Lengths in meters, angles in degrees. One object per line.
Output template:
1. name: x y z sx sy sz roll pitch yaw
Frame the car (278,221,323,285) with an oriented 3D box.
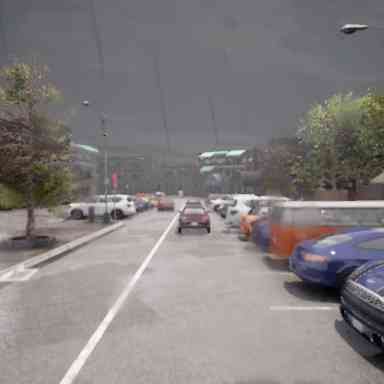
1. car: 4.660 1.539 7.711 4.674 1.452 2.002 0 0 0

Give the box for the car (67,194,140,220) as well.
1. car: -7.663 1.294 28.337 5.566 2.045 2.435 0 0 0

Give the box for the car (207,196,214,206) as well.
1. car: 4.710 1.576 41.235 5.008 1.535 2.097 0 0 0

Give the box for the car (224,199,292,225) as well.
1. car: 4.721 1.412 24.473 4.553 1.767 2.185 0 0 0

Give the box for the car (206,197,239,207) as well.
1. car: 4.741 1.603 52.407 4.892 1.521 2.231 0 0 0

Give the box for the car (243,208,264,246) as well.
1. car: 4.700 1.541 13.300 4.792 1.488 2.163 0 0 0

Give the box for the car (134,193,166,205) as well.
1. car: -7.554 1.294 60.557 5.566 2.045 2.435 0 1 0

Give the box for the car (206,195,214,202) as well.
1. car: 4.719 1.591 46.947 4.892 1.521 2.231 0 0 0

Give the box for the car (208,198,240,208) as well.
1. car: 4.732 1.636 49.616 4.674 1.452 2.002 0 0 0

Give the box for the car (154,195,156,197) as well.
1. car: -7.612 1.587 45.840 4.892 1.521 2.231 0 0 0

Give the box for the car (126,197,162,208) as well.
1. car: -7.411 1.597 51.842 5.366 1.575 1.946 0 0 0

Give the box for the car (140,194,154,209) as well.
1. car: -7.642 1.454 43.028 4.553 1.767 2.185 0 0 0

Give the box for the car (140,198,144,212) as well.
1. car: -7.622 1.599 34.087 4.674 1.452 2.002 0 0 0

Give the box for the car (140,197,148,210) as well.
1. car: -7.617 1.606 37.150 4.674 1.452 2.002 0 0 0

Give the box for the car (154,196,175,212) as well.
1. car: -3.017 1.569 39.538 1.882 1.535 5.008 0 0 0

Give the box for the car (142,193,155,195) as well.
1. car: -7.561 1.476 54.785 4.553 1.767 2.185 0 0 0

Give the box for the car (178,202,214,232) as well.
1. car: 0.133 1.573 20.257 1.812 1.442 4.674 0 0 0

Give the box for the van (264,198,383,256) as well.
1. van: 4.784 1.279 10.505 4.442 1.987 1.878 0 0 0

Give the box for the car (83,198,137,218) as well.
1. car: -7.598 1.426 31.149 4.553 1.767 2.185 0 0 0

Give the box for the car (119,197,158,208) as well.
1. car: -7.786 1.590 48.903 5.366 1.575 1.946 0 0 0

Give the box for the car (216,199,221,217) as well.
1. car: 4.664 1.574 27.268 4.792 1.488 2.163 0 0 0

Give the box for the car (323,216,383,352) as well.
1. car: 4.689 1.367 4.919 4.553 1.767 2.185 0 0 0

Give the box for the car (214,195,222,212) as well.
1. car: 4.735 1.432 32.979 4.553 1.767 2.185 0 0 0

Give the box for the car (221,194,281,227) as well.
1. car: 4.708 1.273 18.887 5.566 2.045 2.435 0 0 0

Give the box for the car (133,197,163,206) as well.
1. car: -7.593 1.586 57.615 5.008 1.535 2.097 0 0 0

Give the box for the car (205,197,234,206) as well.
1. car: 4.737 1.583 58.009 4.892 1.521 2.231 0 1 0

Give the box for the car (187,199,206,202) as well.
1. car: 0.161 1.580 38.159 2.128 1.511 4.902 0 0 0

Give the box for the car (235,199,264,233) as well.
1. car: 4.645 1.392 16.092 4.553 1.767 2.185 0 0 0
